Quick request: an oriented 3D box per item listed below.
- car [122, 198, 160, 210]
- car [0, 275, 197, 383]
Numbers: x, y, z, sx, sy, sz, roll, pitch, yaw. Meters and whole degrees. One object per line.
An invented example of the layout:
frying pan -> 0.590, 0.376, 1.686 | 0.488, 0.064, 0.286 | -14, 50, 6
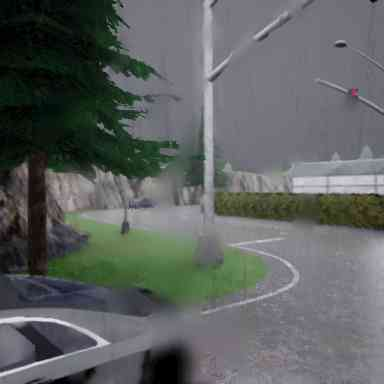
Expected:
car -> -6.418, 1.476, 42.599 | 2.033, 1.411, 5.357 | 0, 0, 38
car -> -2.255, 1.494, 2.296 | 4.902, 1.511, 2.128 | 0, 0, -35
